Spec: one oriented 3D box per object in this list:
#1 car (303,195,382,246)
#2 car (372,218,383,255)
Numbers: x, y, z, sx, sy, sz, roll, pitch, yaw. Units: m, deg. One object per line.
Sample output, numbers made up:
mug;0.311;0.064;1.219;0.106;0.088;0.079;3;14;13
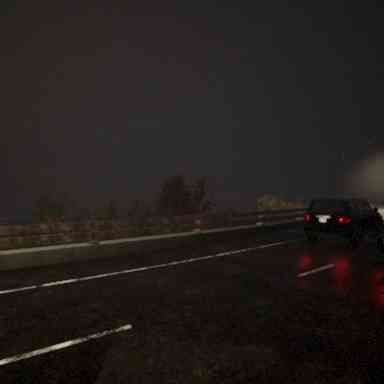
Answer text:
car;7.313;1.274;15.859;2.150;2.045;5.566;0;0;43
car;8.278;1.645;11.816;4.718;1.301;1.895;0;0;-45
